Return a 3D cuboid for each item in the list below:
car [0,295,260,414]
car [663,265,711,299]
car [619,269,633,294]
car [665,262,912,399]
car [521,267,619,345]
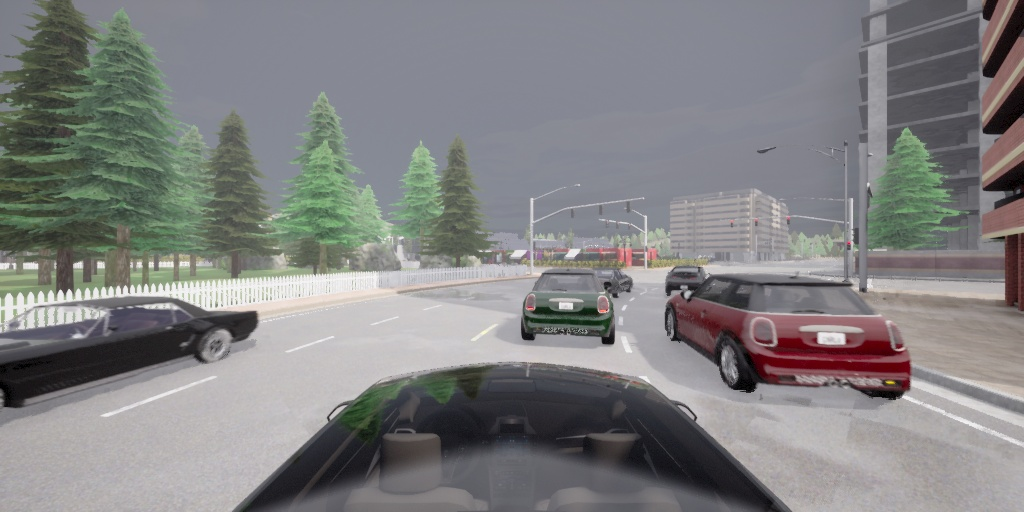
[{"bbox_3d":[-6.597,1.350,5.501,1.895,1.301,4.718,0,0,8],"label":"car"},{"bbox_3d":[9.328,1.253,18.863,1.837,1.490,4.892,0,-1,31],"label":"car"},{"bbox_3d":[4.908,1.298,18.585,2.033,1.411,5.357,0,0,29],"label":"car"},{"bbox_3d":[4.497,1.102,6.793,2.097,1.767,4.553,0,0,9],"label":"car"},{"bbox_3d":[1.635,1.102,9.842,2.097,1.767,4.553,0,0,13],"label":"car"}]
